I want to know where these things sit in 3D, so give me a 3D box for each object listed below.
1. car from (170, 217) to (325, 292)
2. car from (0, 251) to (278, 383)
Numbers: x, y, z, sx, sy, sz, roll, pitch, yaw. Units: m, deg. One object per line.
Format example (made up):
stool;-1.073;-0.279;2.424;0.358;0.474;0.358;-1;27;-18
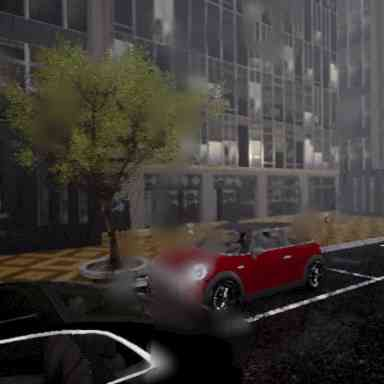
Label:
car;1.046;1.426;7.335;4.097;1.590;1.967;0;-1;-35
car;-1.848;1.507;2.045;4.892;1.490;1.837;0;0;-35
